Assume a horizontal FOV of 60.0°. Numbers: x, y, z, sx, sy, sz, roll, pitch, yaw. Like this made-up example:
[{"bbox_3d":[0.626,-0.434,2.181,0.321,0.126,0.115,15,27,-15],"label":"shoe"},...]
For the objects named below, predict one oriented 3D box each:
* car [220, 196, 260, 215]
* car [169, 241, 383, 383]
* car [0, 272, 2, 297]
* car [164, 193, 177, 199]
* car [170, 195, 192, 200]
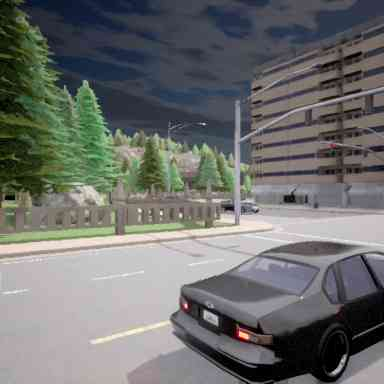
[{"bbox_3d":[4.698,1.437,33.550,2.128,1.511,4.902,0,0,-33],"label":"car"},{"bbox_3d":[2.277,1.547,5.414,5.357,1.411,2.033,0,0,-35],"label":"car"},{"bbox_3d":[-5.649,1.221,4.275,5.566,2.045,2.150,0,0,-35],"label":"car"},{"bbox_3d":[-3.250,1.166,53.668,2.150,2.045,5.566,0,0,-5],"label":"car"},{"bbox_3d":[-0.789,1.492,43.539,2.033,1.411,5.357,0,0,-20],"label":"car"}]
